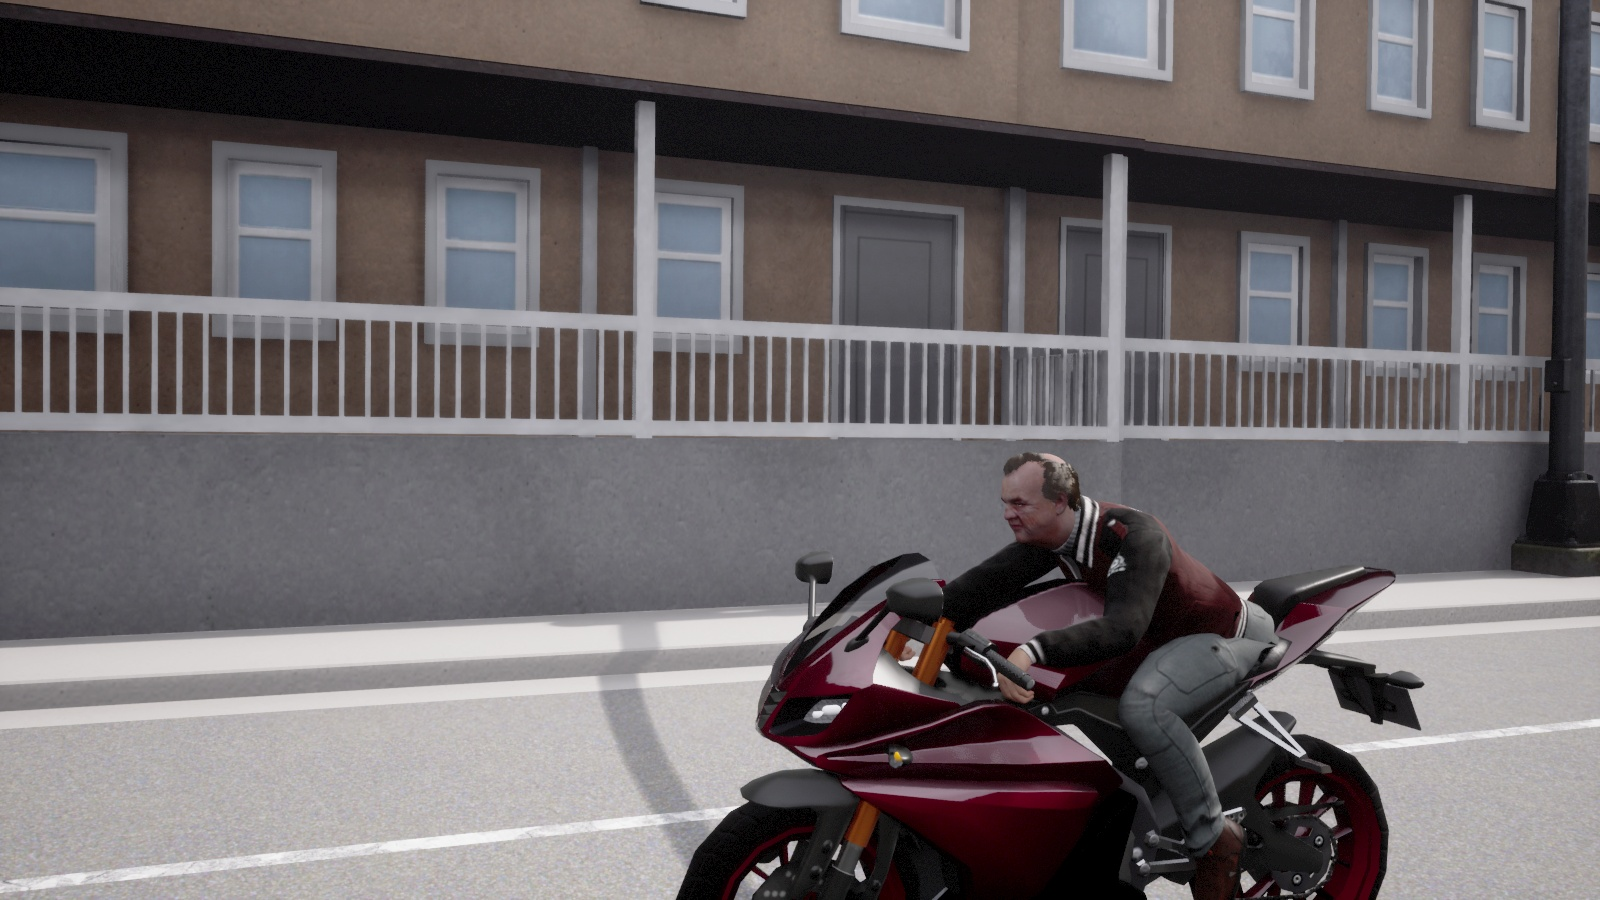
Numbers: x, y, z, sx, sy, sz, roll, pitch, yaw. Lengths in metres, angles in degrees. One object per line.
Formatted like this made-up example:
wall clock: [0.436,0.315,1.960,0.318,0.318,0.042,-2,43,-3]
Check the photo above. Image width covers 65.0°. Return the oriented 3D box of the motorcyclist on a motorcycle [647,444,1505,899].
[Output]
motorcyclist on a motorcycle: [0.755,0.768,3.489,2.191,1.530,0.866,-1,1,-19]
